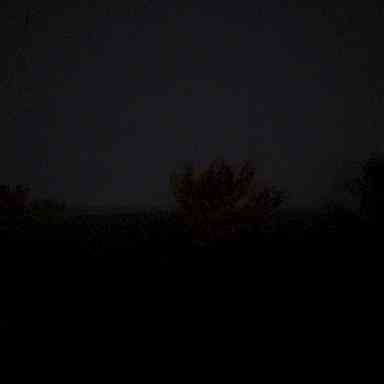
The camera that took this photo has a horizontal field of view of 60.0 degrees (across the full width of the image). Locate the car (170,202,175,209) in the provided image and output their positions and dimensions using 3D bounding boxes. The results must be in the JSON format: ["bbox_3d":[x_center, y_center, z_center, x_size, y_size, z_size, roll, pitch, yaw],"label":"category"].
[{"bbox_3d":[-1.980,2.288,60.702,2.128,1.511,4.902,-2,-2,36],"label":"car"}]
